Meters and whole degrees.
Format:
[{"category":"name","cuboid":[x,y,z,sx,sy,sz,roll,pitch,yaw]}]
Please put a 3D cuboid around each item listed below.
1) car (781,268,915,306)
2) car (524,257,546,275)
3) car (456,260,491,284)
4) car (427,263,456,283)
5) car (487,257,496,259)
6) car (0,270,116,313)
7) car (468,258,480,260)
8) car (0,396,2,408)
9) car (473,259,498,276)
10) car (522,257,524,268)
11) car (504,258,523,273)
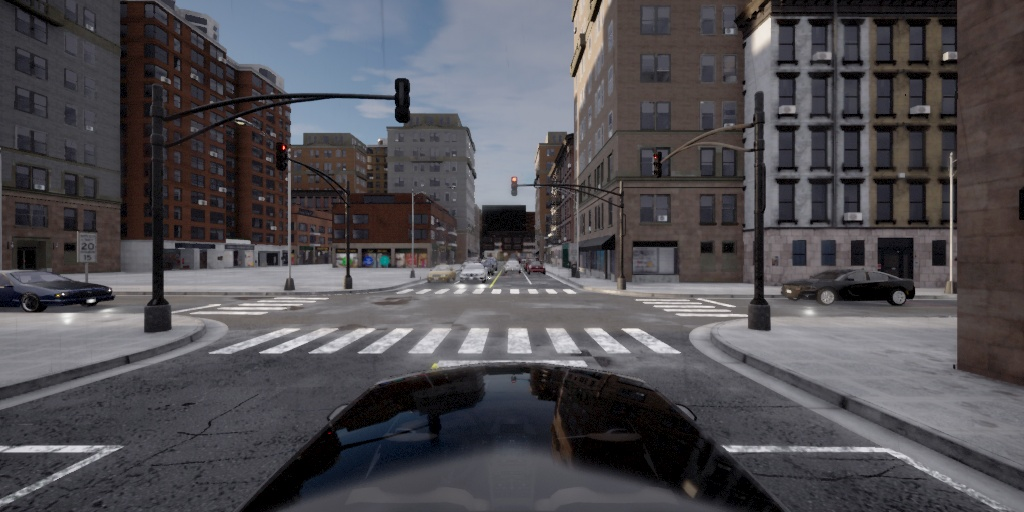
[{"category":"car","cuboid":[14.764,1.310,15.921,5.008,1.535,1.882,0,0,-1]},{"category":"car","cuboid":[2.616,1.191,39.443,1.967,1.591,4.097,0,0,0]},{"category":"car","cuboid":[-2.862,1.276,27.566,1.812,1.442,4.674,0,0,0]},{"category":"car","cuboid":[-5.403,1.276,27.945,1.751,1.417,4.829,0,0,0]},{"category":"car","cuboid":[-2.862,1.244,48.075,2.128,1.511,4.902,0,0,0]},{"category":"car","cuboid":[-17.810,1.215,12.912,5.357,1.411,2.033,0,0,0]},{"category":"car","cuboid":[-5.413,1.303,45.101,2.007,1.370,4.403,0,0,0]},{"category":"car","cuboid":[-5.388,1.300,1.270,2.007,1.370,4.403,0,0,0]},{"category":"car","cuboid":[-2.858,1.315,37.879,1.994,1.385,4.181,0,0,1]},{"category":"car","cuboid":[2.612,1.067,45.105,2.192,1.841,5.009,0,0,0]},{"category":"car","cuboid":[0.064,1.278,43.934,1.812,1.442,4.674,0,0,0]}]
